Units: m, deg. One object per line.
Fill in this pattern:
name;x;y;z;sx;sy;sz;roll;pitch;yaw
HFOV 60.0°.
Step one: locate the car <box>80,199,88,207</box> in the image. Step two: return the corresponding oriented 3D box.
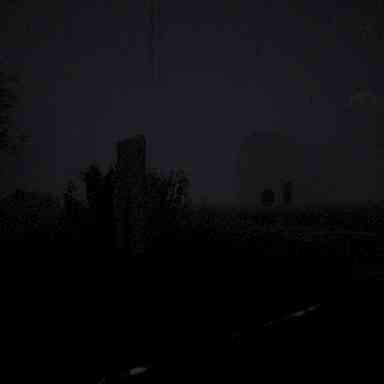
car;-18.289;1.907;56.407;2.097;1.767;4.553;0;-1;-35
